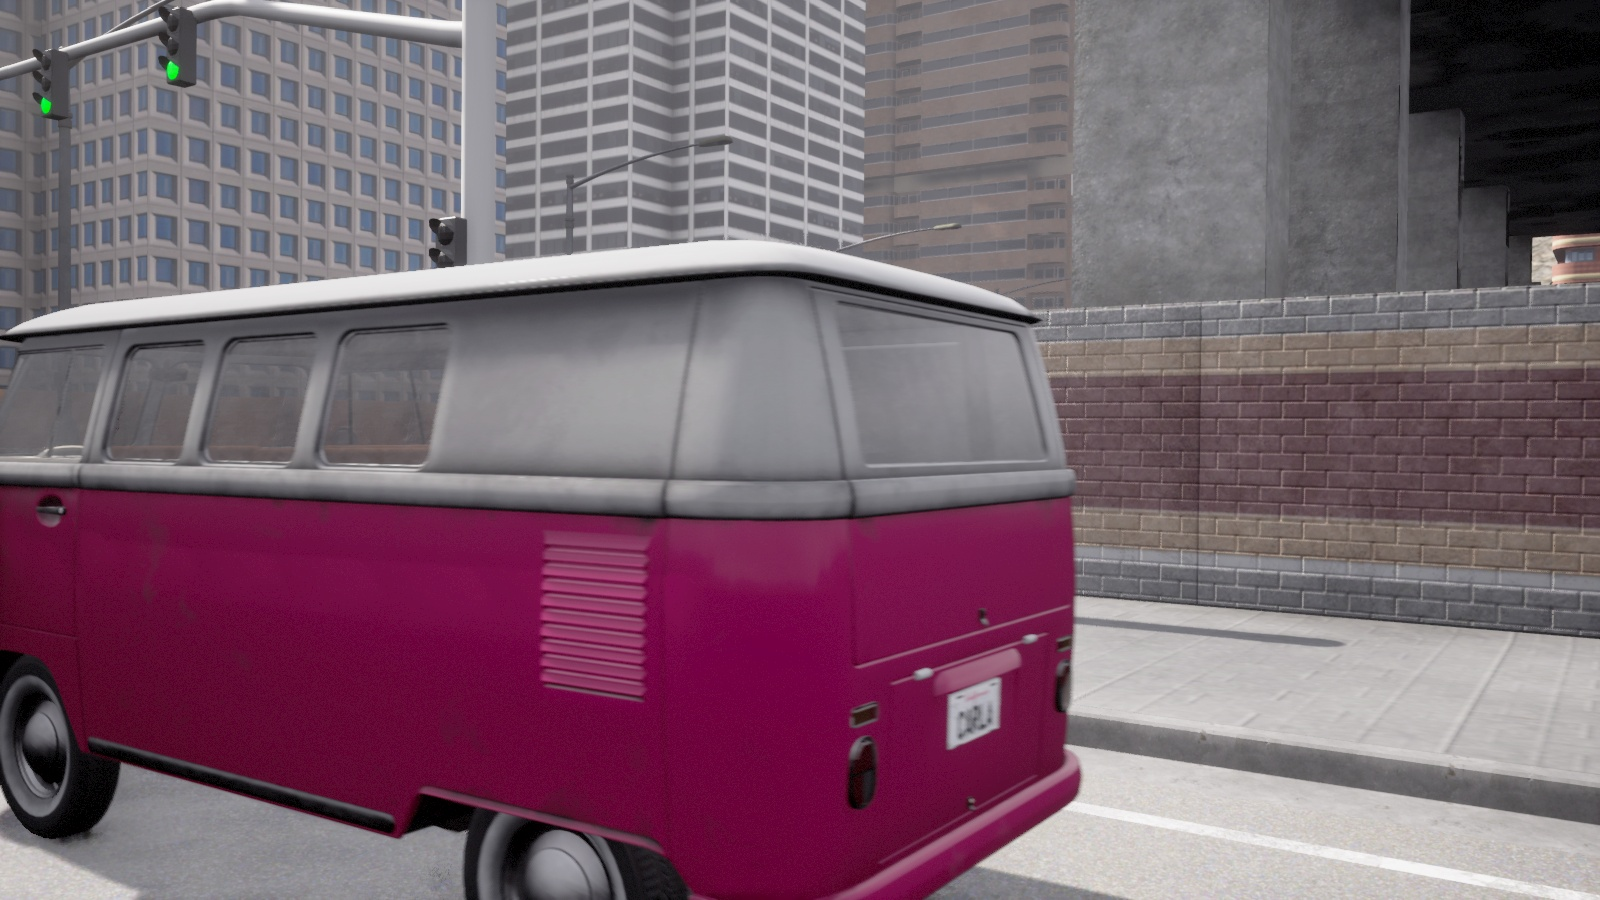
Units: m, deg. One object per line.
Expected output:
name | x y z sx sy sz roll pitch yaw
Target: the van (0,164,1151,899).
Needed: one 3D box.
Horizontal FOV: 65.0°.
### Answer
van | -1.246 0.431 4.446 4.442 1.987 1.775 0 1 34
